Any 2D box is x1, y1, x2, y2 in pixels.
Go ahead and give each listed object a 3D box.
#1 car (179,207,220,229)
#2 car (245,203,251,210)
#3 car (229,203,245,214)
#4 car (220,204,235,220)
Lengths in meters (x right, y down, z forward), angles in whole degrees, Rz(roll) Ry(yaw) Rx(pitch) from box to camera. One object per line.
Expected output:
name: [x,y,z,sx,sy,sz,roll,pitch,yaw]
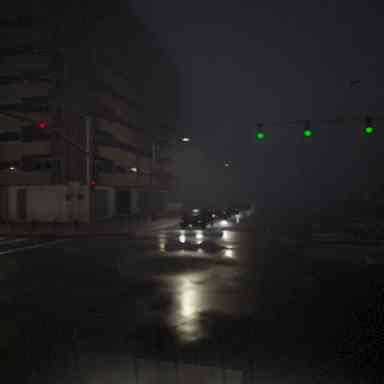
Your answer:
car: [0.551,2.037,26.130,2.033,1.411,5.357,-1,-1,14]
car: [9.728,2.681,61.077,1.895,1.301,4.718,-1,-1,15]
car: [5.787,2.270,46.259,1.882,1.535,5.008,-1,-1,14]
car: [3.112,2.239,35.978,1.895,1.301,4.718,-1,-1,15]
